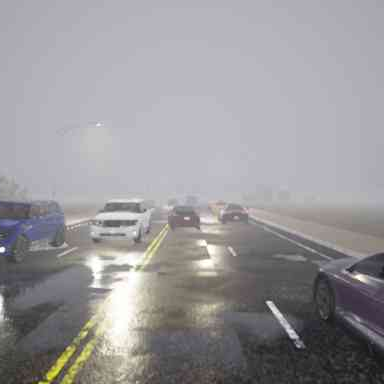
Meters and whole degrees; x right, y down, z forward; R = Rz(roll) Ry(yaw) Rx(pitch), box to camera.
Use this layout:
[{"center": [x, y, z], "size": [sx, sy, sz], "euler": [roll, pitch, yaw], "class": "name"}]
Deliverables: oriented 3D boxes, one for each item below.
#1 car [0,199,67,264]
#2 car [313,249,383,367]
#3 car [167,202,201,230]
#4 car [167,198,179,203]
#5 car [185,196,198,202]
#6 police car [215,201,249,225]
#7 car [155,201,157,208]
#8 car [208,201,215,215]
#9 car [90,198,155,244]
[{"center": [-6.626, 1.320, 12.548], "size": [2.150, 2.045, 5.566], "euler": [0, 0, 0], "class": "car"}, {"center": [3.242, 1.466, 4.337], "size": [2.033, 1.649, 4.856], "euler": [0, 0, 0], "class": "car"}, {"center": [-0.528, 1.680, 22.738], "size": [2.163, 1.488, 4.792], "euler": [0, 0, -6], "class": "car"}, {"center": [-3.437, 1.922, 60.660], "size": [1.882, 1.535, 5.008], "euler": [0, -1, 0], "class": "car"}, {"center": [-0.086, 1.678, 62.665], "size": [2.150, 2.045, 5.566], "euler": [0, 0, 0], "class": "car"}, {"center": [3.198, 1.708, 26.337], "size": [2.038, 1.542, 4.974], "euler": [0, 0, 0], "class": "police car"}, {"center": [-6.701, 1.943, 53.342], "size": [2.033, 1.411, 5.357], "euler": [0, 0, 0], "class": "car"}, {"center": [3.175, 1.742, 37.526], "size": [1.801, 1.575, 5.366], "euler": [0, 0, 0], "class": "car"}, {"center": [-3.383, 1.353, 16.883], "size": [2.150, 2.045, 5.566], "euler": [0, 0, 0], "class": "car"}]
